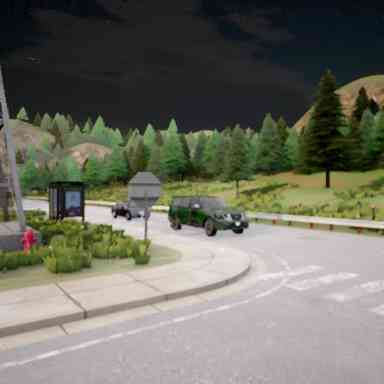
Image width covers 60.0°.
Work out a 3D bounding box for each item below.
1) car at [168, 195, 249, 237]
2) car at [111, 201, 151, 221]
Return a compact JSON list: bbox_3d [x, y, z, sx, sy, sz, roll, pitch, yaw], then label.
[{"bbox_3d":[0.714,1.220,18.717,2.150,2.045,5.566,0,0,-34],"label":"car"},{"bbox_3d":[-5.059,1.490,27.200,2.128,1.511,4.902,0,0,-34],"label":"car"}]
